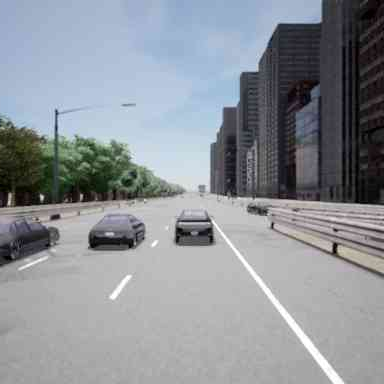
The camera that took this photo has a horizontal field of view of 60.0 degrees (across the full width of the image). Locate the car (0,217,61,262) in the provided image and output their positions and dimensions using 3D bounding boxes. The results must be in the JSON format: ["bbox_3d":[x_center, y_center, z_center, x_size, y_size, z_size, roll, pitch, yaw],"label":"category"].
[{"bbox_3d":[-6.890,1.667,12.649,2.033,1.411,5.357,0,-1,0],"label":"car"}]

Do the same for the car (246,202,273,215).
[{"bbox_3d":[7.958,1.896,39.365,2.128,1.511,4.902,0,0,-11],"label":"car"}]

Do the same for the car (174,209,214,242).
[{"bbox_3d":[0.116,1.656,17.331,2.128,1.511,4.902,0,-1,0],"label":"car"}]

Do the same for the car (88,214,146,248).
[{"bbox_3d":[-3.385,1.713,15.681,1.994,1.385,4.181,0,-1,0],"label":"car"}]
